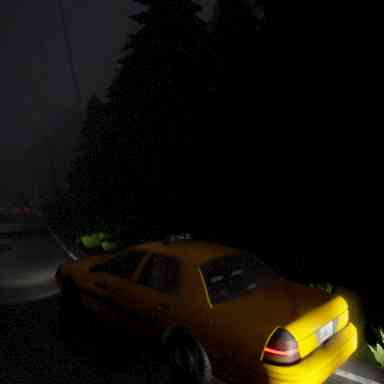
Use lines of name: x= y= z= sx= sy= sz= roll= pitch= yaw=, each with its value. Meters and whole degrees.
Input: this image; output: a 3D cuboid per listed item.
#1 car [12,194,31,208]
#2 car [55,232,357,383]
car: x=-20.783 y=1.015 z=40.508 sx=2.128 sy=1.511 sz=4.902 roll=-2 pitch=2 yaw=-26
car: x=-0.406 y=1.410 z=5.286 sx=1.801 sy=1.575 sz=5.366 roll=-1 pitch=1 yaw=-45
